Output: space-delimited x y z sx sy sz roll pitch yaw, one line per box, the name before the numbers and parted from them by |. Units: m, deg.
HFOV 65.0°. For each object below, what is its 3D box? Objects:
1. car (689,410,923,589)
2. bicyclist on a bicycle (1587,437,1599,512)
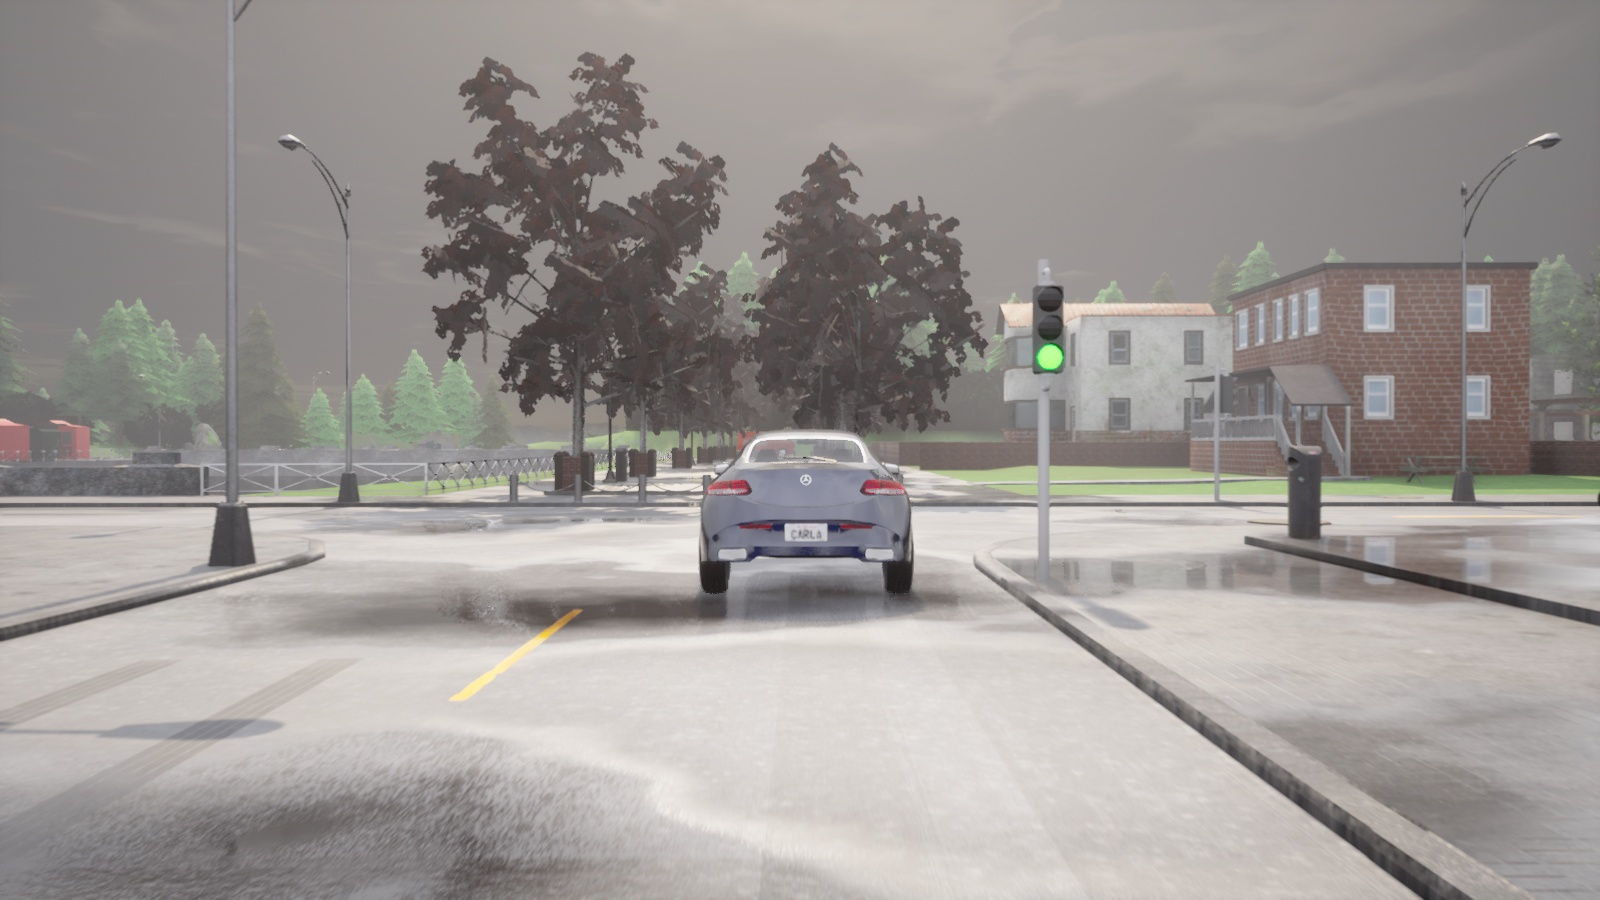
car | 0.079 0.438 14.075 2.152 1.651 5.027 0 0 0
bicyclist on a bicycle | 17.863 0.530 26.865 1.509 1.612 0.866 0 0 0
